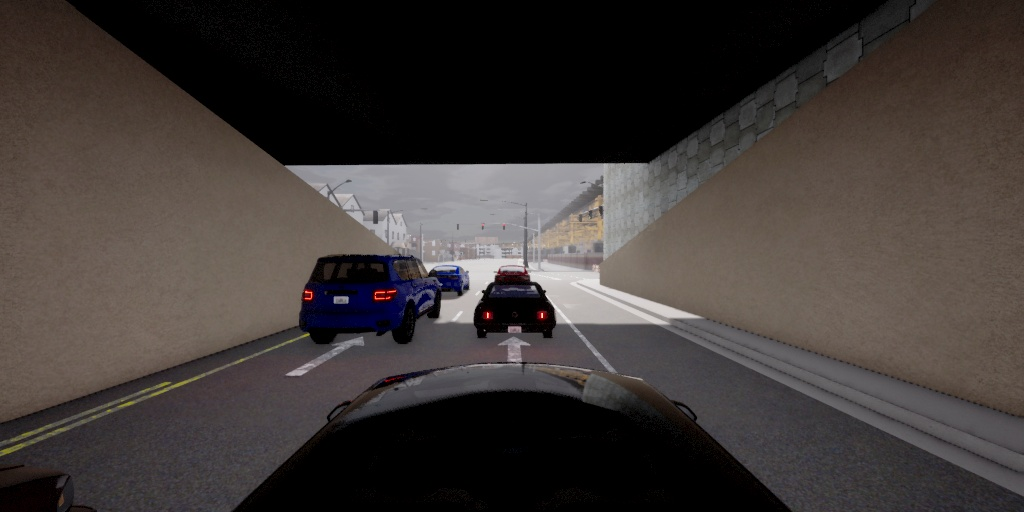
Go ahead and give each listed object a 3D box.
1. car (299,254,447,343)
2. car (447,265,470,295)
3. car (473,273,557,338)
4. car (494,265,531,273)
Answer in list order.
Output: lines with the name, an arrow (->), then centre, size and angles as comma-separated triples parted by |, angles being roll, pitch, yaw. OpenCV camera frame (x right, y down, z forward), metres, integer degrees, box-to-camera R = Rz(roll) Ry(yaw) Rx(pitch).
car -> -3.437, 0.971, 9.851 | 2.150, 2.045, 5.566 | 0, 0, 0
car -> -3.485, 1.228, 19.788 | 1.882, 1.535, 5.008 | 0, 0, 0
car -> 0.058, 1.351, 10.200 | 1.895, 1.301, 4.718 | 0, 0, 0
car -> 0.016, 1.228, 19.537 | 1.882, 1.535, 5.008 | 0, 0, 0
